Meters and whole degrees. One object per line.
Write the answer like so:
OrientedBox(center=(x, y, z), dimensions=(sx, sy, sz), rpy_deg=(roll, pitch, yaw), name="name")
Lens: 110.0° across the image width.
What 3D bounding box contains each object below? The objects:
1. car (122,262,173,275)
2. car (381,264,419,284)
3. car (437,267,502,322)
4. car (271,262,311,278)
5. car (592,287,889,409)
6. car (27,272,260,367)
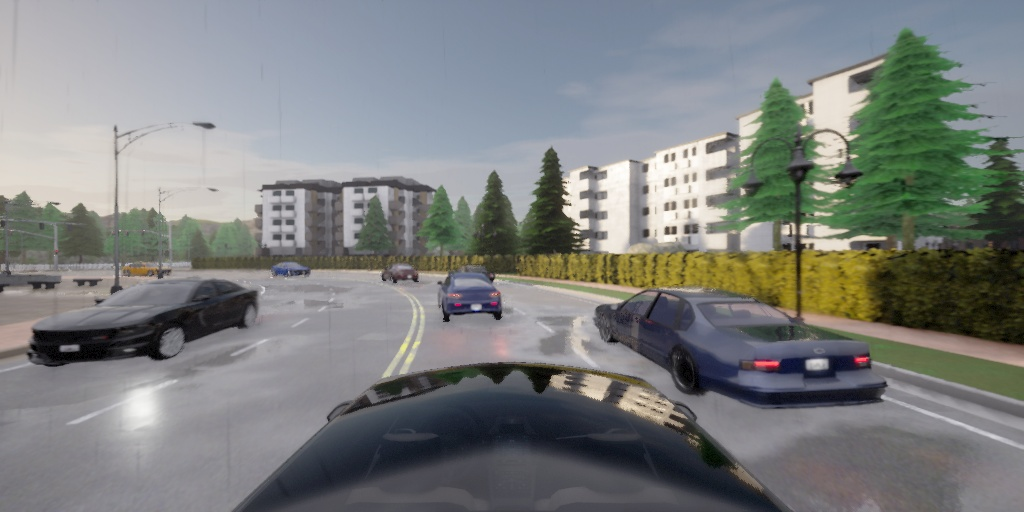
OrientedBox(center=(-40.239, 1.475, 39.613), dimensions=(5.008, 1.535, 1.882), rpy_deg=(-1, 0, 9), name="car")
OrientedBox(center=(-8.678, 1.311, 27.679), dimensions=(1.812, 1.442, 4.674), rpy_deg=(0, 0, -35), name="car")
OrientedBox(center=(-1.556, 1.277, 12.388), dimensions=(1.812, 1.442, 4.674), rpy_deg=(0, 0, -14), name="car")
OrientedBox(center=(-22.050, 1.345, 35.767), dimensions=(5.008, 1.535, 1.882), rpy_deg=(0, 0, 34), name="car")
OrientedBox(center=(3.167, 1.272, 6.541), dimensions=(2.033, 1.411, 5.357), rpy_deg=(0, 0, -6), name="car")
OrientedBox(center=(-7.938, 1.275, 8.440), dimensions=(1.882, 1.535, 5.008), rpy_deg=(0, 0, -12), name="car")
